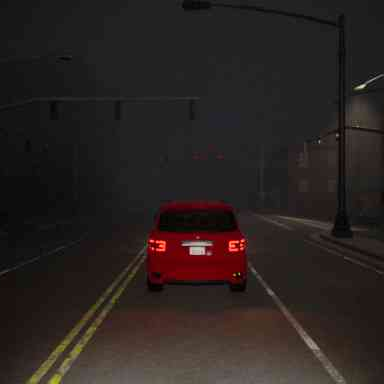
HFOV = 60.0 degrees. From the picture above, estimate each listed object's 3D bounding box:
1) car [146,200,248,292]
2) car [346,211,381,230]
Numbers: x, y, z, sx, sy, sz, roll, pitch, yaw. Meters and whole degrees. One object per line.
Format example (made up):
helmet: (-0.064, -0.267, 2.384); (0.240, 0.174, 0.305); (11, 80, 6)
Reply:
car: (0.101, 1.221, 9.060); (2.150, 2.045, 5.566); (0, 0, 0)
car: (15.435, 2.488, 29.654); (4.902, 1.511, 2.128); (8, 0, 0)
